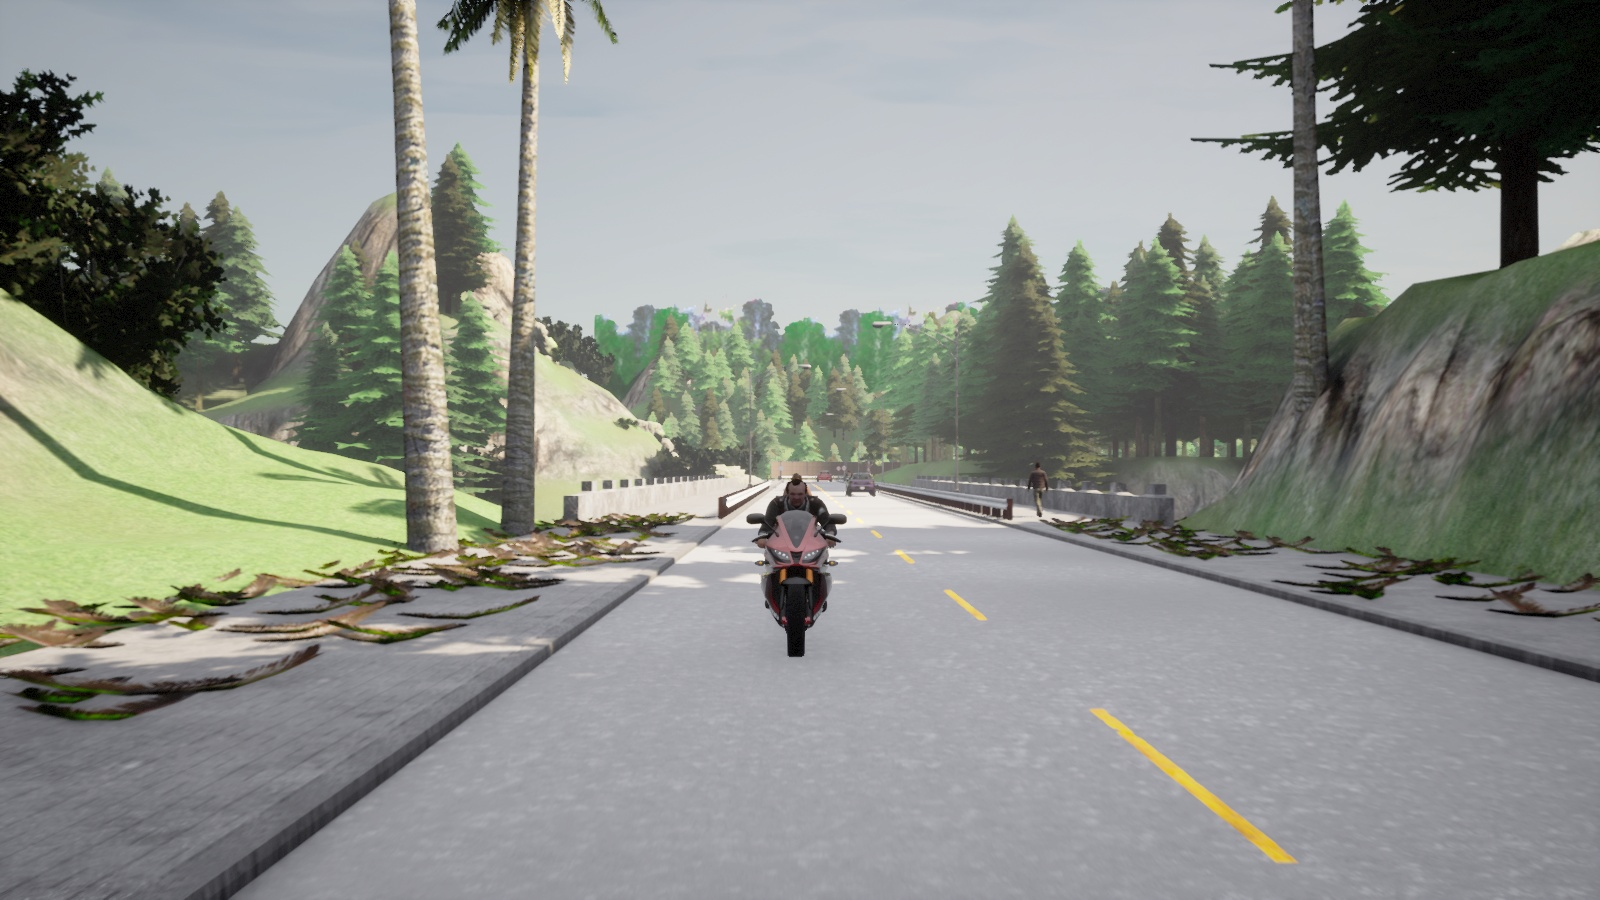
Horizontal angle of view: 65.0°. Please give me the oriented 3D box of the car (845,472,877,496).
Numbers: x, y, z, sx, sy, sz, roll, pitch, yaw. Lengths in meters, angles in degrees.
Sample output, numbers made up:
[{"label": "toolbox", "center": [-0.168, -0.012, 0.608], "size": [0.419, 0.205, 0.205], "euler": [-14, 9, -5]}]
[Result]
[{"label": "car", "center": [3.830, 2.143, 79.469], "size": [1.816, 1.474, 4.193], "euler": [0, -1, 0]}]

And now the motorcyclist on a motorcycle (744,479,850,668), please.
[{"label": "motorcyclist on a motorcycle", "center": [-0.024, 1.041, 11.436], "size": [0.866, 1.530, 2.191], "euler": [0, -1, 0]}]

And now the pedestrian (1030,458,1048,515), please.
[{"label": "pedestrian", "center": [7.747, 1.175, 40.712], "size": [0.431, 1.840, 0.703], "euler": [0, -1, 0]}]
